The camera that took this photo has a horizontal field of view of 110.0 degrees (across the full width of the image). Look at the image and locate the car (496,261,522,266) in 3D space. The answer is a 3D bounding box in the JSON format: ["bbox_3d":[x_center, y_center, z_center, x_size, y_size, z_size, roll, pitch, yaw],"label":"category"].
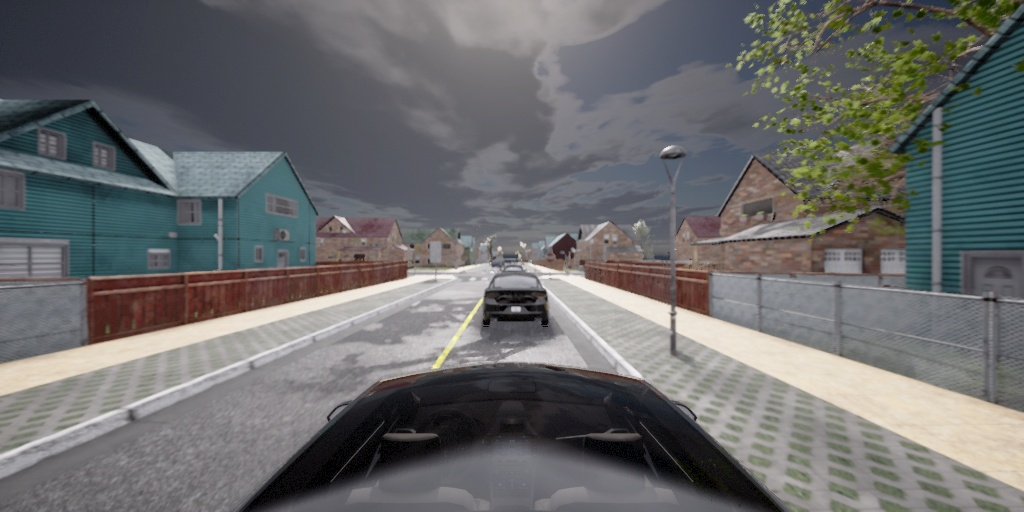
[{"bbox_3d":[0.098,1.306,24.531,1.812,1.442,4.674,0,0,0],"label":"car"}]

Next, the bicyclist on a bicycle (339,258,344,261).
[{"bbox_3d":[-20.156,1.011,42.418,0.582,1.620,1.656,0,0,0],"label":"bicyclist on a bicycle"}]

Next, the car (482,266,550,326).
[{"bbox_3d":[0.100,1.241,11.778,1.882,1.535,5.008,0,0,0],"label":"car"}]

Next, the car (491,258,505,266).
[{"bbox_3d":[-2.777,1.542,64.826,1.895,1.301,4.718,0,0,1],"label":"car"}]
